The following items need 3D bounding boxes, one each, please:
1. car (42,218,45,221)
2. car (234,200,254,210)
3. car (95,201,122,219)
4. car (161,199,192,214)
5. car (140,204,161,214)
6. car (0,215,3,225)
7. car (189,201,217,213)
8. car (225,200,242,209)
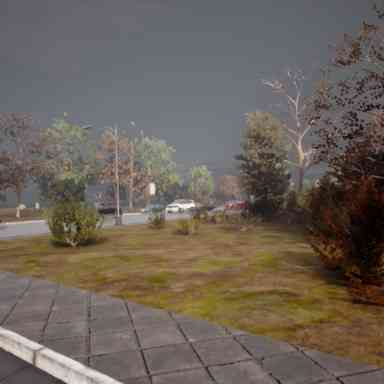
[{"bbox_3d":[-14.428,2.574,37.053,1.994,1.385,4.181,-3,-2,32],"label":"car"},{"bbox_3d":[9.733,2.404,61.890,1.882,1.535,5.008,-3,-2,33],"label":"car"},{"bbox_3d":[-10.251,2.084,37.122,2.150,2.045,5.566,-3,-2,32],"label":"car"},{"bbox_3d":[-1.721,2.177,50.648,2.150,2.045,5.566,-3,-2,32],"label":"car"},{"bbox_3d":[-5.895,2.583,50.574,2.128,1.511,4.902,-3,-2,32],"label":"car"},{"bbox_3d":[-17.507,2.325,25.939,2.128,1.511,4.902,-3,-2,33],"label":"car"},{"bbox_3d":[1.960,2.399,49.598,1.895,1.301,4.718,-3,-2,32],"label":"car"},{"bbox_3d":[6.812,2.024,50.769,2.097,1.767,4.553,-3,-2,32],"label":"car"}]
